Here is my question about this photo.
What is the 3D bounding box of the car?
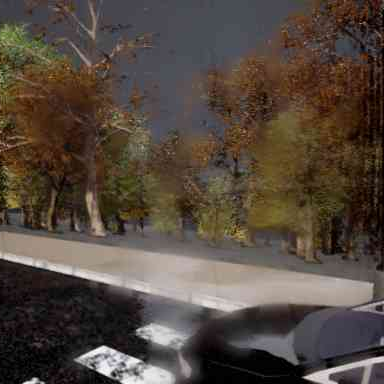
[{"bbox_3d":[2.044,1.491,2.232,4.902,1.511,2.128,0,0,36],"label":"car"}]
